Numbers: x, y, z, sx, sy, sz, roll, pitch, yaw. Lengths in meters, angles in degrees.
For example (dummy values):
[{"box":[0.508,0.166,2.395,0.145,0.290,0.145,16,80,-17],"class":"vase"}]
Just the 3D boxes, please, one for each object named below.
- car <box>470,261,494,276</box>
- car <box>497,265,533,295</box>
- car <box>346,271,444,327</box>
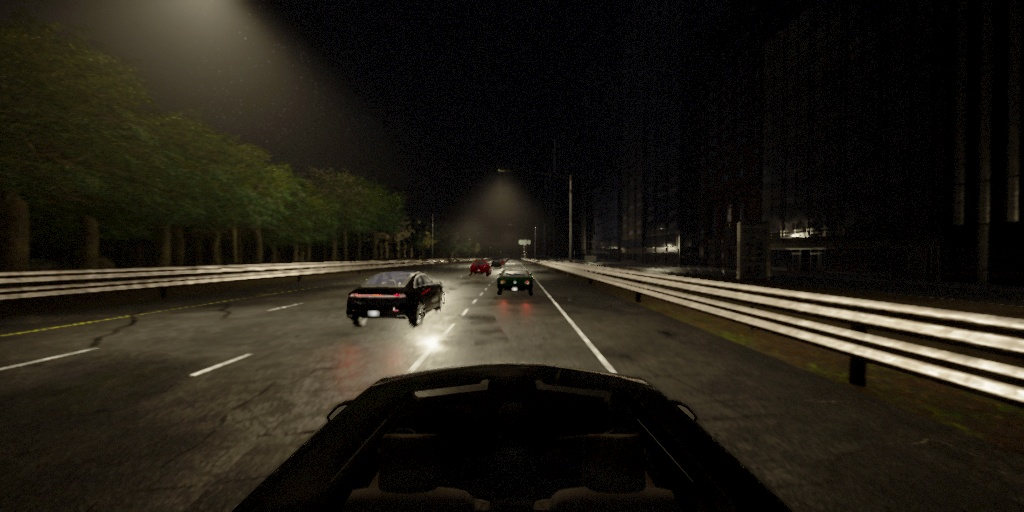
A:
[{"box":[-3.183,1.240,37.059,1.882,1.535,5.008,0,0,0],"class":"car"},{"box":[0.188,1.370,20.266,1.895,1.301,4.718,0,0,1],"class":"car"},{"box":[-3.437,1.226,11.395,2.128,1.511,4.902,0,0,1],"class":"car"}]
